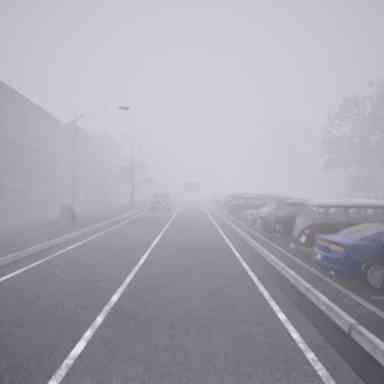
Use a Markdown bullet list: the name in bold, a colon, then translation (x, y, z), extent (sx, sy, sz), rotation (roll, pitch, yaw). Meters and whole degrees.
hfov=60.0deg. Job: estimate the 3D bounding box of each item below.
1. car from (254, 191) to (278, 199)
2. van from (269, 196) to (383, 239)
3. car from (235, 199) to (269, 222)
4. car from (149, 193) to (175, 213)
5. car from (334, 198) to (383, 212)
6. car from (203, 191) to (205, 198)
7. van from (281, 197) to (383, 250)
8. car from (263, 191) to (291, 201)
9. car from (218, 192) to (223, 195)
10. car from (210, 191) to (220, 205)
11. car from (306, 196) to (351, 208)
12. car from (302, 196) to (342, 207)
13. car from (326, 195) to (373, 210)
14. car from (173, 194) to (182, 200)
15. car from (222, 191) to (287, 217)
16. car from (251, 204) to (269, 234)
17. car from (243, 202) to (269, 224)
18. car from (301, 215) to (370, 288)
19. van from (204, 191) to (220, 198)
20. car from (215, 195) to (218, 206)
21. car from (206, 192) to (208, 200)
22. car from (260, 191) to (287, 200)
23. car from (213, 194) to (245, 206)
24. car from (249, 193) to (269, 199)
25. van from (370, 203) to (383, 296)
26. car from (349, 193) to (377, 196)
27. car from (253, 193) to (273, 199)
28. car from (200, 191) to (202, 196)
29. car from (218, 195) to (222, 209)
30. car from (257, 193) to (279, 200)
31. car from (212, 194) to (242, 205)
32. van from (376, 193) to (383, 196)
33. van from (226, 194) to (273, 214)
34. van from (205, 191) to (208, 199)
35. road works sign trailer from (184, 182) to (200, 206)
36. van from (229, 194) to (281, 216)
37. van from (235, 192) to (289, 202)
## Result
- **car**: translation (18.640, 0.814, 84.422), extent (5.566, 2.045, 2.435), rotation (0, 0, 0)
- **van**: translation (5.824, 1.271, 14.144), extent (4.442, 1.987, 1.878), rotation (0, 0, 0)
- **car**: translation (5.700, 1.474, 22.558), extent (4.892, 1.521, 2.231), rotation (0, 0, 0)
- **car**: translation (-3.357, 1.119, 36.595), extent (2.150, 2.045, 5.566), rotation (0, 0, 0)
- **car**: translation (18.720, 1.410, 37.080), extent (4.792, 1.488, 2.163), rotation (0, 0, 0)
- **car**: translation (5.789, 1.110, 75.823), extent (5.366, 1.575, 1.946), rotation (0, 0, 0)
- **van**: translation (5.596, 1.273, 11.343), extent (4.442, 1.987, 1.878), rotation (0, 0, 0)
- **car**: translation (18.659, 0.880, 73.405), extent (5.566, 2.045, 2.435), rotation (0, 0, 0)
- **car**: translation (5.696, 1.238, 39.380), extent (4.553, 1.767, 2.185), rotation (0, 0, 0)
- **car**: translation (5.627, 1.074, 44.985), extent (5.566, 2.045, 2.435), rotation (0, 0, 0)
- **car**: translation (18.549, 1.321, 45.407), extent (5.366, 1.575, 1.946), rotation (0, 0, 0)
- **car**: translation (18.736, 1.306, 48.184), extent (4.892, 1.521, 2.231), rotation (0, 0, 0)
- **car**: translation (18.775, 1.236, 39.856), extent (4.553, 1.767, 2.185), rotation (0, 0, 0)
- **car**: translation (-3.276, 1.114, 77.811), extent (1.895, 1.301, 4.718), rotation (0, 0, 0)
- **car**: translation (5.656, 1.190, 28.165), extent (5.566, 2.045, 2.435), rotation (0, 0, 0)
- **car**: translation (5.732, 1.524, 16.948), extent (4.792, 1.488, 2.163), rotation (0, 0, 0)
- **car**: translation (5.696, 1.525, 19.755), extent (4.674, 1.452, 2.002), rotation (0, 0, 0)
- **car**: translation (5.712, 1.497, 8.535), extent (5.008, 1.535, 2.097), rotation (0, 0, 0)
- **van**: translation (5.687, 0.796, 95.442), extent (4.442, 1.987, 1.878), rotation (0, 0, 0)
- **car**: translation (5.658, 1.385, 42.184), extent (4.674, 1.452, 2.002), rotation (0, 0, 0)
- **car**: translation (5.622, 1.209, 61.806), extent (5.008, 1.535, 2.097), rotation (0, 0, 0)
- **car**: translation (18.654, 0.861, 76.067), extent (5.566, 2.045, 2.435), rotation (0, 0, 0)
- **car**: translation (5.615, 1.161, 50.593), extent (4.553, 1.767, 2.185), rotation (0, 0, 0)
- **car**: translation (18.649, 1.033, 92.776), extent (5.008, 1.535, 2.097), rotation (0, 0, 0)
- **van**: translation (5.839, 1.269, 5.732), extent (4.442, 1.987, 1.878), rotation (0, 0, 0)
- **car**: translation (18.782, 1.149, 34.303), extent (5.566, 2.045, 2.435), rotation (0, 0, 0)
- **car**: translation (18.693, 1.083, 87.207), extent (4.792, 1.488, 2.163), rotation (0, 0, 0)
- **car**: translation (5.608, 0.792, 89.834), extent (5.566, 2.045, 2.435), rotation (0, 0, 0)
- **car**: translation (5.663, 1.384, 36.578), extent (4.892, 1.521, 2.231), rotation (0, 0, 0)
- **car**: translation (18.668, 1.080, 81.637), extent (5.008, 1.535, 2.097), rotation (0, 0, 0)
- **car**: translation (5.610, 1.142, 53.396), extent (4.553, 1.767, 2.185), rotation (0, 0, 0)
- **van**: translation (18.879, 1.212, 28.753), extent (4.442, 1.987, 1.878), rotation (0, 0, 0)
- **van**: translation (5.791, 1.177, 33.773), extent (4.442, 1.987, 1.878), rotation (0, 0, 0)
- **van**: translation (5.496, 0.926, 70.214), extent (4.442, 1.987, 1.878), rotation (0, 0, 0)
- **road works sign trailer**: translation (-0.026, 0.274, 50.689), extent (2.380, 3.560, 2.880), rotation (0, 0, 1)
- **van**: translation (5.796, 1.196, 30.970), extent (4.442, 1.987, 1.878), rotation (0, 0, 0)
- **van**: translation (5.805, 1.234, 25.365), extent (4.442, 1.987, 1.878), rotation (0, 0, 0)
